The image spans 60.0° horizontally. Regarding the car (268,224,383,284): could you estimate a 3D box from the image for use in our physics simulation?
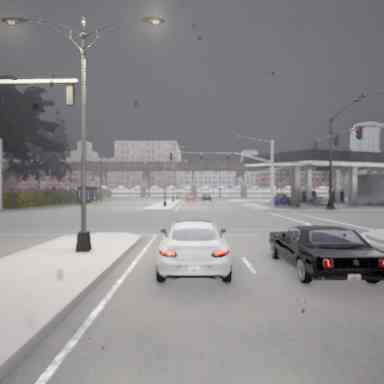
[{"bbox_3d":[3.552,1.574,9.480,1.895,1.301,4.718,0,0,0],"label":"car"}]

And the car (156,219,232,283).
[{"bbox_3d":[0.046,1.499,9.483,1.812,1.442,4.674,0,0,0],"label":"car"}]

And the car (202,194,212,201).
[{"bbox_3d":[3.227,1.137,73.682,2.097,1.767,4.553,0,0,0],"label":"car"}]

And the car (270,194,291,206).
[{"bbox_3d":[13.029,1.158,49.073,2.242,1.667,4.611,0,0,0],"label":"car"}]

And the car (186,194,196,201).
[{"bbox_3d":[-0.273,1.137,73.669,2.097,1.767,4.553,0,0,0],"label":"car"}]

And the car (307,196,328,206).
[{"bbox_3d":[18.771,1.317,49.857,1.970,1.475,3.806,0,0,0],"label":"car"}]
